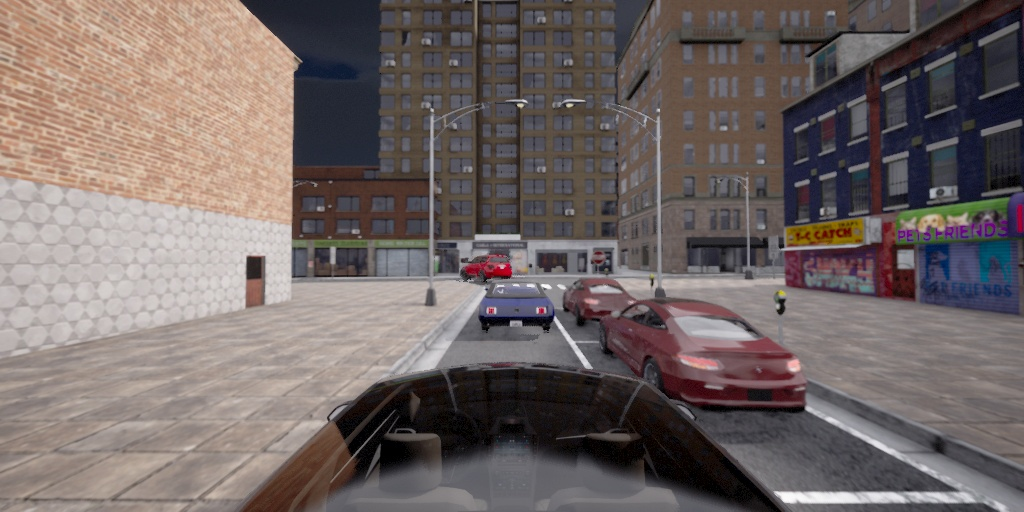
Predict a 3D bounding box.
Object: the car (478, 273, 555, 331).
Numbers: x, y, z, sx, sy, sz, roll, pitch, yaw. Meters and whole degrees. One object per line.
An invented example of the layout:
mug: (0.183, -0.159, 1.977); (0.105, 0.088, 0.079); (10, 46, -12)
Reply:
car: (0.103, 1.356, 10.920); (1.895, 1.301, 4.718); (0, 0, 0)

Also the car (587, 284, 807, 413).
car: (2.638, 1.334, 5.898); (1.802, 1.307, 4.207); (0, 0, 0)

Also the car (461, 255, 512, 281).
car: (-2.112, 0.992, 28.457); (2.150, 2.045, 5.566); (2, -2, -31)

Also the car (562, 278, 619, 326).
car: (2.636, 1.337, 11.337); (1.802, 1.307, 4.207); (0, 0, 0)
